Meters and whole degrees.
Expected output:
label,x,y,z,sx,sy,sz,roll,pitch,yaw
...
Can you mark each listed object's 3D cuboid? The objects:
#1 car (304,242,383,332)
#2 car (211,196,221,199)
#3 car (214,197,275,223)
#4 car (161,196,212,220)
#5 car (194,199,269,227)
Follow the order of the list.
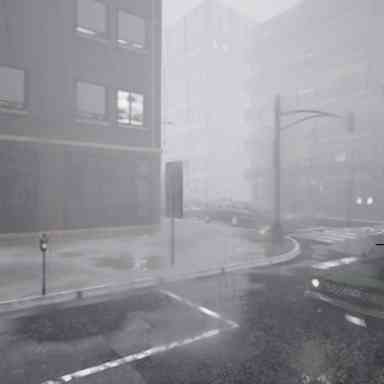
label,x,y,z,sx,sy,sz,roll,pitch,yaw
car,4.251,1.629,6.289,4.718,1.301,1.895,0,0,-36
car,2.665,1.175,35.390,1.967,1.590,4.097,1,0,-36
car,3.974,1.374,23.737,1.812,1.442,4.674,0,1,-38
car,-0.748,1.298,25.844,1.752,1.417,4.829,1,0,-36
car,2.430,1.398,21.482,2.008,1.369,4.403,1,0,-36
